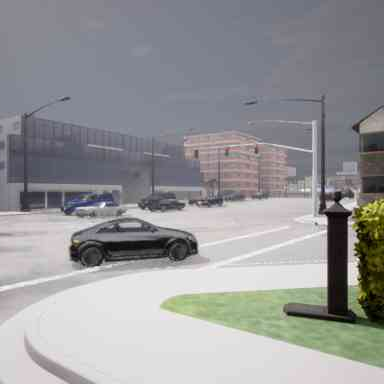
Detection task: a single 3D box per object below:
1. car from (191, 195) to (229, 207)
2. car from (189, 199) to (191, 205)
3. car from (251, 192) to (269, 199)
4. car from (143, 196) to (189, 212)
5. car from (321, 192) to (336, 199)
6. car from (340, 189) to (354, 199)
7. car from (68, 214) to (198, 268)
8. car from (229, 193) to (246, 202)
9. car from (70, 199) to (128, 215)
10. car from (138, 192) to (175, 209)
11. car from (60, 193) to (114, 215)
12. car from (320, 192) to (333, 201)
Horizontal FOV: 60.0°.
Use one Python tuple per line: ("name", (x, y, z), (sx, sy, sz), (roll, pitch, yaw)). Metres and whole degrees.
("car", (2.443, 1.217, 44.727), (2.128, 1.511, 4.902), (0, 1, 35))
("car", (1.423, 1.247, 49.370), (1.895, 1.301, 4.718), (0, 2, 35))
("car", (13.714, 0.733, 66.763), (2.033, 1.411, 5.357), (0, 0, 36))
("car", (-2.826, 1.493, 37.210), (1.895, 1.301, 4.718), (0, 1, 35))
("car", (28.629, 0.724, 69.721), (1.812, 1.442, 4.674), (0, -1, 35))
("car", (31.540, 0.426, 67.778), (2.150, 2.045, 5.566), (0, -1, 35))
("car", (-1.911, 1.560, 11.090), (4.181, 1.385, 1.994), (0, 0, -19))
("car", (7.544, 0.901, 58.079), (2.033, 1.411, 5.357), (0, 1, 35))
("car", (-8.083, 1.555, 29.706), (1.895, 1.301, 4.718), (0, 0, 35))
("car", (-4.180, 1.072, 41.378), (2.150, 2.045, 5.566), (0, 1, 36))
("car", (-10.120, 1.171, 32.903), (2.150, 2.045, 5.566), (0, 0, 35))
("car", (22.447, 0.742, 54.632), (1.837, 1.490, 4.892), (0, 1, 35))
